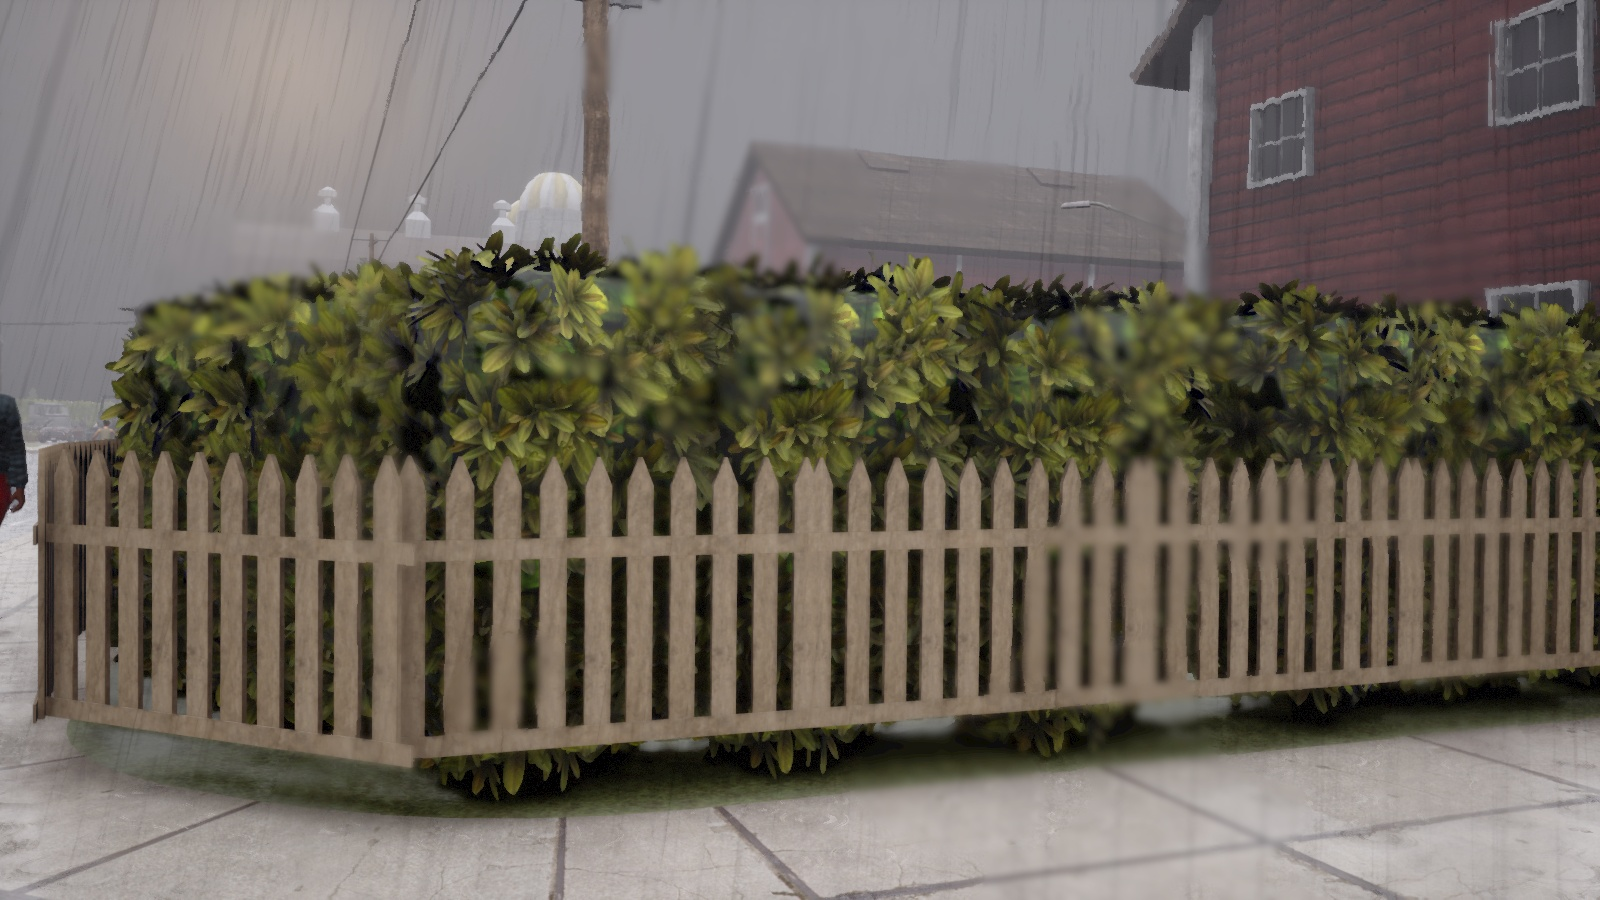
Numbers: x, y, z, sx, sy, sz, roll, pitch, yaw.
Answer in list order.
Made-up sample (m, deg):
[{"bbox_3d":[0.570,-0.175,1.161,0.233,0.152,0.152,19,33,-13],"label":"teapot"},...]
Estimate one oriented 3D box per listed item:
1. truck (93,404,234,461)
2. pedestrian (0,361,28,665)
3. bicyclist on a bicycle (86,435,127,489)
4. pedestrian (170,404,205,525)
[{"bbox_3d":[-40.659,-1.109,80.296,7.936,3.462,2.891,-1,1,13],"label":"truck"},{"bbox_3d":[-5.125,0.381,7.844,0.353,1.847,0.614,-1,1,-19],"label":"pedestrian"},{"bbox_3d":[-21.221,0.338,38.465,0.866,1.612,1.509,-1,1,-21],"label":"bicyclist on a bicycle"},{"bbox_3d":[-10.114,0.225,20.757,0.423,1.949,0.788,-1,1,-21],"label":"pedestrian"}]
